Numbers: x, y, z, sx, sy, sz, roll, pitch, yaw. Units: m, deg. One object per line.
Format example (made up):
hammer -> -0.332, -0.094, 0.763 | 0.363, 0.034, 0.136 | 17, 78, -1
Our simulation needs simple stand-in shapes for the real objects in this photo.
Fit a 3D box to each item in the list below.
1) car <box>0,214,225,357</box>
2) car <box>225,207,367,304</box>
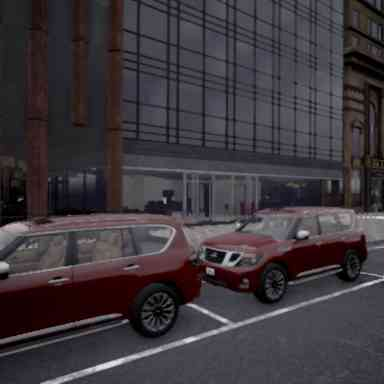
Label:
car -> -2.156, 1.318, 5.105 | 5.009, 1.841, 2.192 | 0, 0, -36
car -> 2.432, 1.334, 8.380 | 5.009, 1.841, 2.192 | 0, 0, -36
